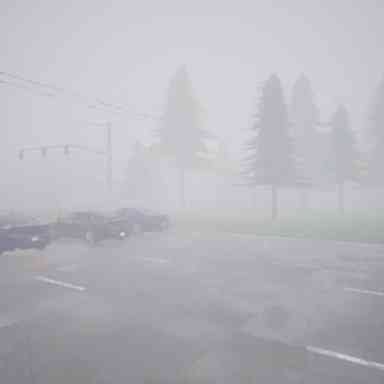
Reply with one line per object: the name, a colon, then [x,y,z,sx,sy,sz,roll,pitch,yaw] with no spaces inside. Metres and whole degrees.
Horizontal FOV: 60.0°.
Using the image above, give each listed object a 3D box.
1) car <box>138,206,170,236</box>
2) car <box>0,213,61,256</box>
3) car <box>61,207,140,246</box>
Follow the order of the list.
car: [-3.590,1.578,19.149,5.008,1.535,1.882,0,0,33]
car: [-7.828,1.579,13.566,5.008,1.535,1.882,0,0,33]
car: [-5.070,1.601,15.938,4.892,1.490,1.837,0,0,34]
